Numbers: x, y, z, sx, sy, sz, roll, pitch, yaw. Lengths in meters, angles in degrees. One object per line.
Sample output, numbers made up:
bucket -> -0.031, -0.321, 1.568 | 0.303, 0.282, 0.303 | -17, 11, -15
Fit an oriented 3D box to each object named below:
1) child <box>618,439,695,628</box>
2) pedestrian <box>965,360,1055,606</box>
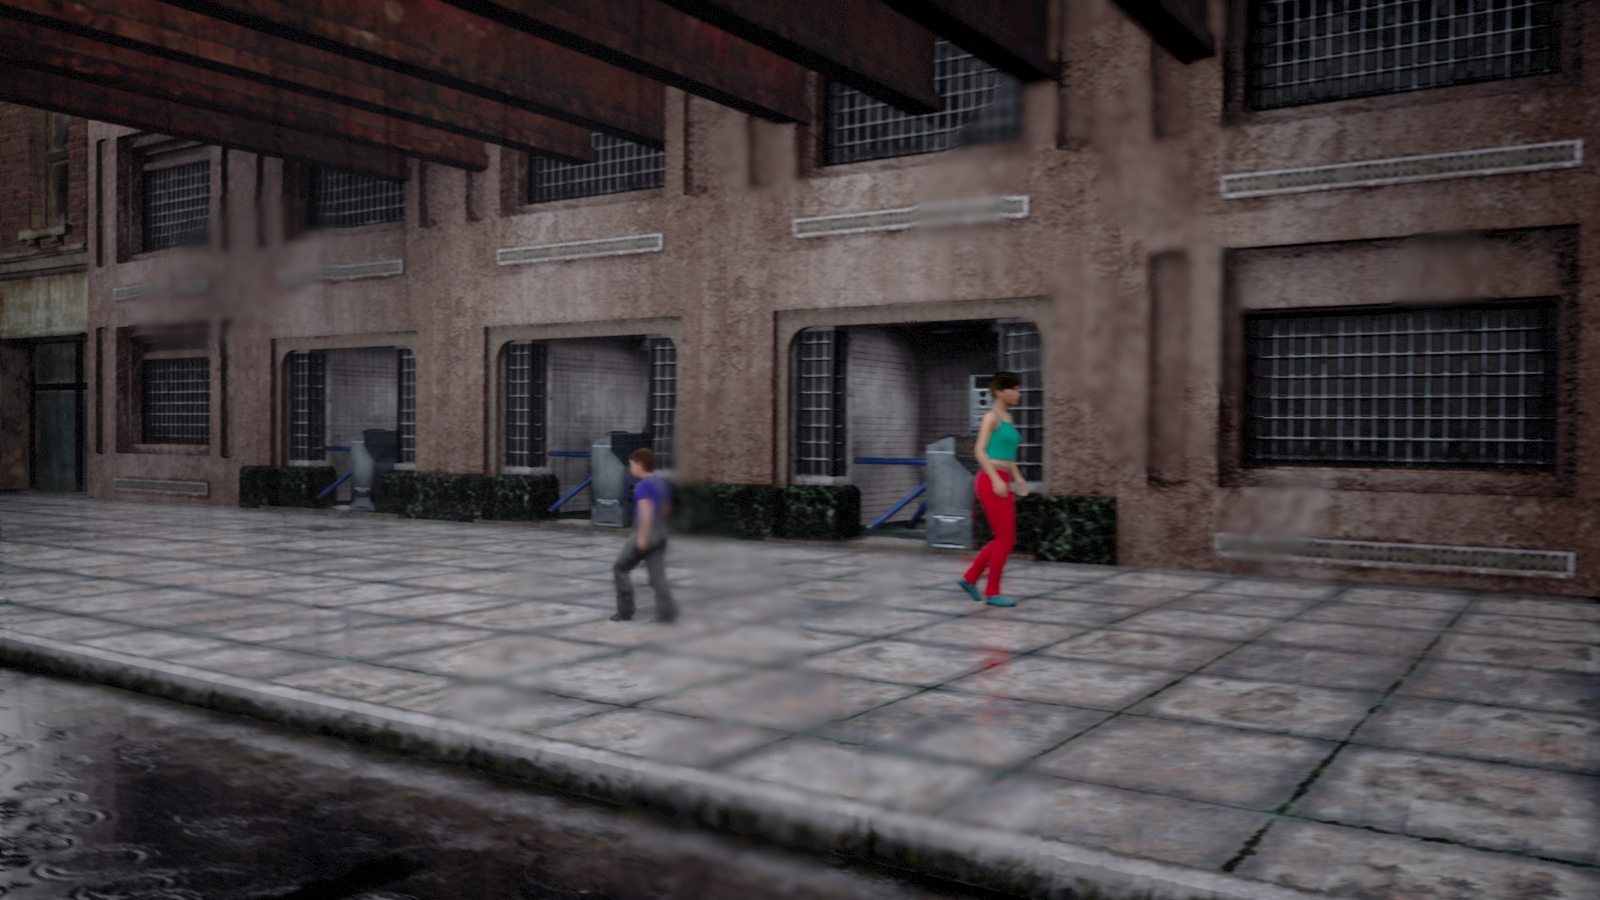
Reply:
child -> -0.985, 0.560, 8.635 | 0.437, 1.263, 0.270 | 0, 1, 26
pedestrian -> 1.619, 0.242, 9.659 | 0.594, 1.836, 0.345 | 0, 1, 27
